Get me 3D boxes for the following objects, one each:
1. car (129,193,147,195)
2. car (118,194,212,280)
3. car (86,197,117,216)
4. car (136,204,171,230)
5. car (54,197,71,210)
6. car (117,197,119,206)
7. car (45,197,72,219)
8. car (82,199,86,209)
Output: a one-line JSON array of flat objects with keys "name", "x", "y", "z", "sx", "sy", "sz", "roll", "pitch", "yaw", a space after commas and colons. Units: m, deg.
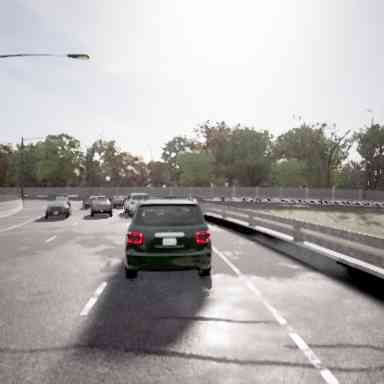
[{"name": "car", "x": -5.411, "y": 1.130, "z": 32.921, "sx": 2.150, "sy": 2.045, "sz": 5.566, "roll": 0, "pitch": 1, "yaw": -17}, {"name": "car", "x": -0.768, "y": 1.192, "z": 10.082, "sx": 2.150, "sy": 2.045, "sz": 5.566, "roll": 0, "pitch": 0, "yaw": -6}, {"name": "car", "x": -8.422, "y": 1.406, "z": 30.796, "sx": 2.128, "sy": 1.511, "sz": 4.902, "roll": 0, "pitch": 0, "yaw": -17}, {"name": "car", "x": -2.632, "y": 1.537, "z": 21.915, "sx": 1.895, "sy": 1.301, "sz": 4.718, "roll": 0, "pitch": 0, "yaw": -12}, {"name": "car", "x": -16.835, "y": 1.388, "z": 43.071, "sx": 1.837, "sy": 1.490, "sz": 4.892, "roll": 0, "pitch": 0, "yaw": -24}, {"name": "car", "x": -9.906, "y": 1.366, "z": 44.715, "sx": 2.128, "sy": 1.511, "sz": 4.902, "roll": 0, "pitch": 0, "yaw": -23}, {"name": "car", "x": -11.330, "y": 1.448, "z": 28.381, "sx": 1.812, "sy": 1.442, "sz": 4.674, "roll": 0, "pitch": 0, "yaw": -16}, {"name": "car", "x": -13.286, "y": 1.480, "z": 43.744, "sx": 1.895, "sy": 1.301, "sz": 4.718, "roll": 0, "pitch": 0, "yaw": -23}]
